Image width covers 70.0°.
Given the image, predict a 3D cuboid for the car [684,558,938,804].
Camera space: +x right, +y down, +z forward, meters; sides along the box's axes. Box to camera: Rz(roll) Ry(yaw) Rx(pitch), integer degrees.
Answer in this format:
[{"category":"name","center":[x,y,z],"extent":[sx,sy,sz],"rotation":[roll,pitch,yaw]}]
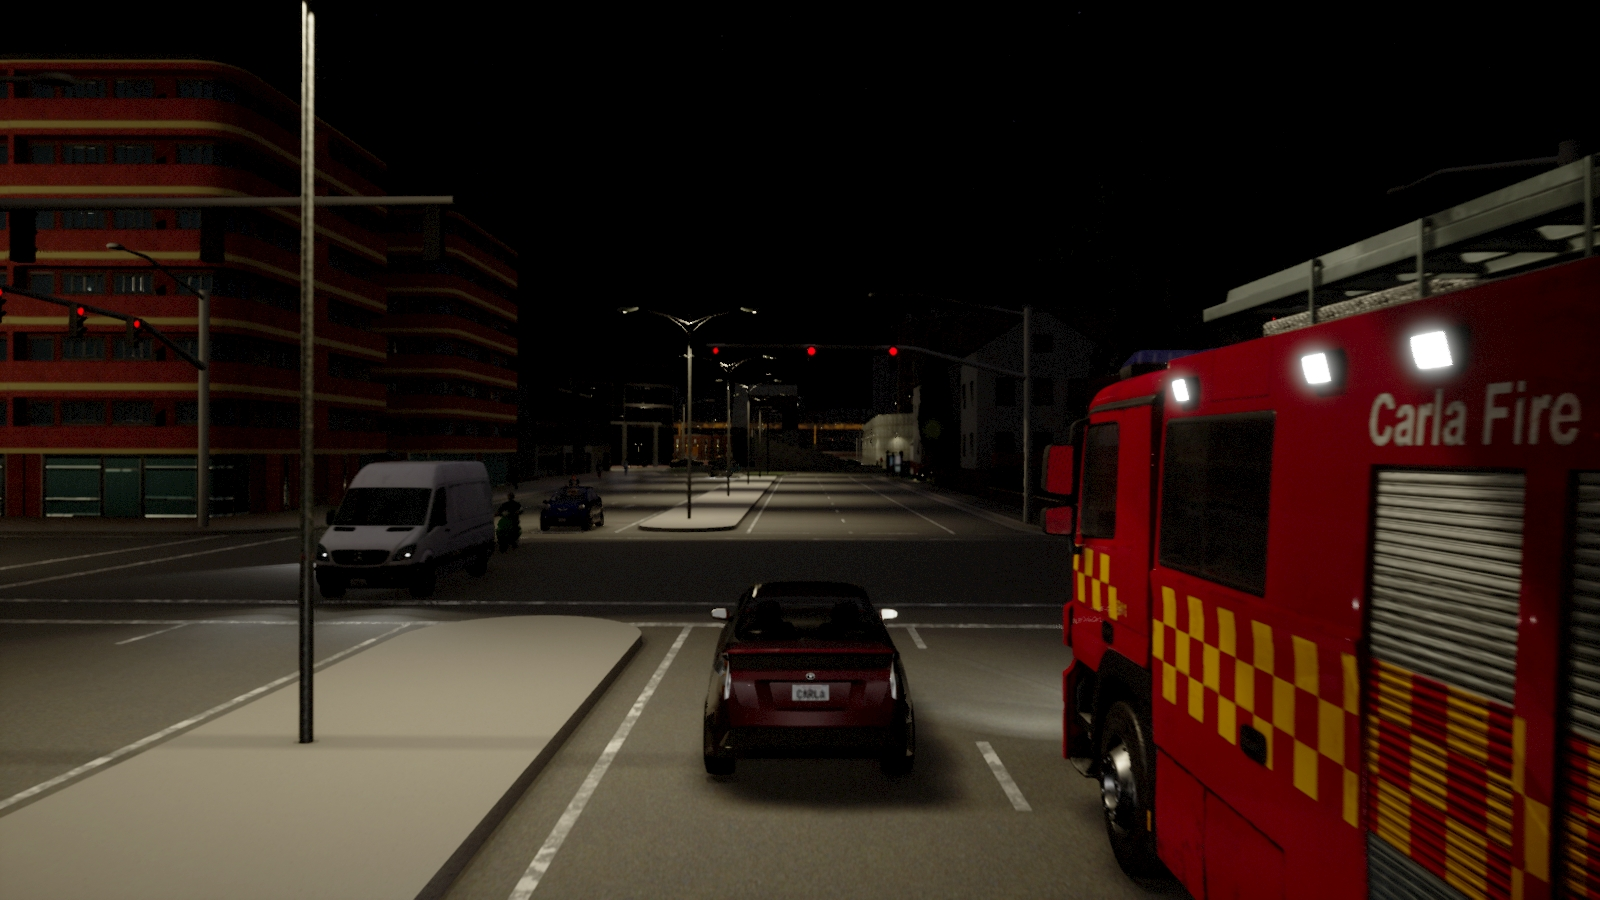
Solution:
[{"category":"car","center":[0.058,2.046,11.334],"extent":[2.007,1.525,4.514],"rotation":[0,0,-1]}]

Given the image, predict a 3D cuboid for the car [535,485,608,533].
[{"category":"car","center":[-8.021,2.034,40.310],"extent":[1.845,1.501,3.633],"rotation":[0,0,0]}]

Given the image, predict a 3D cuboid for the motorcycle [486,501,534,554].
[{"category":"motorcycle","center":[-8.005,2.121,31.579],"extent":[0.856,1.341,1.805],"rotation":[0,0,0]}]

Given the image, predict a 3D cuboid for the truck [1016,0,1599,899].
[{"category":"truck","center":[3.242,0.904,5.295],"extent":[2.891,3.827,8.468],"rotation":[0,0,0]}]

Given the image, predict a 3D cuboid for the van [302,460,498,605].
[{"category":"van","center":[-8.019,1.522,23.629],"extent":[1.988,2.561,5.915],"rotation":[0,0,0]}]
